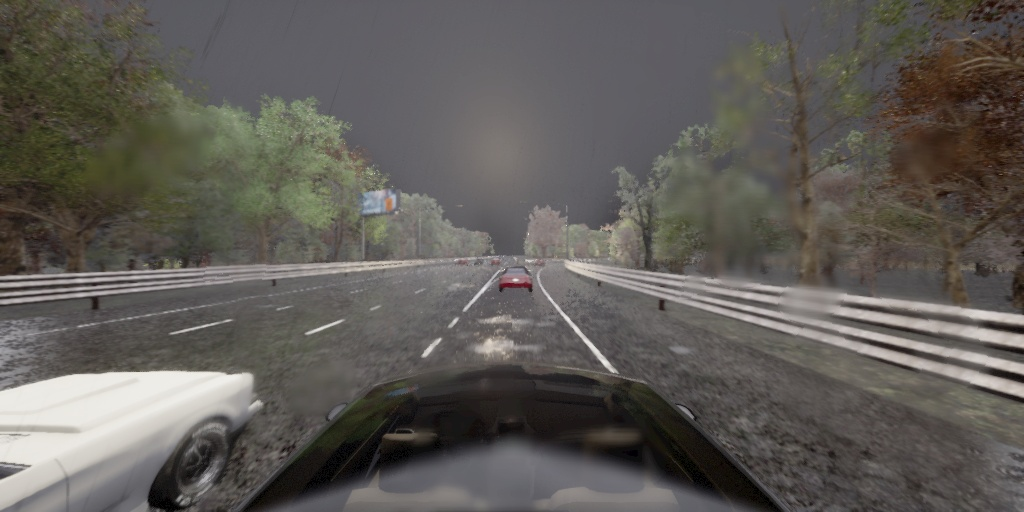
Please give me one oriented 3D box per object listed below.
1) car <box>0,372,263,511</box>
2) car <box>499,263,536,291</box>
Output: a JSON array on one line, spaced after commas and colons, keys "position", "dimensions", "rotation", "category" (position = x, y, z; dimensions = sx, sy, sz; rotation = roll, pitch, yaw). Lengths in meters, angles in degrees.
[{"position": [-3.400, 1.351, 1.380], "dimensions": [1.895, 1.301, 4.718], "rotation": [0, 0, 0], "category": "car"}, {"position": [0.270, 1.309, 22.003], "dimensions": [1.994, 1.385, 4.181], "rotation": [0, 0, 2], "category": "car"}]
